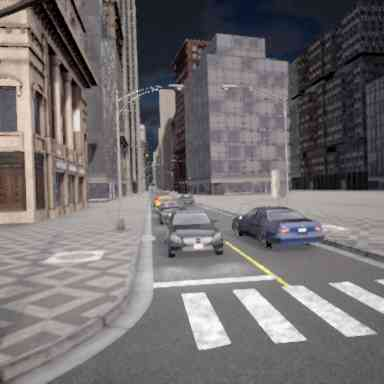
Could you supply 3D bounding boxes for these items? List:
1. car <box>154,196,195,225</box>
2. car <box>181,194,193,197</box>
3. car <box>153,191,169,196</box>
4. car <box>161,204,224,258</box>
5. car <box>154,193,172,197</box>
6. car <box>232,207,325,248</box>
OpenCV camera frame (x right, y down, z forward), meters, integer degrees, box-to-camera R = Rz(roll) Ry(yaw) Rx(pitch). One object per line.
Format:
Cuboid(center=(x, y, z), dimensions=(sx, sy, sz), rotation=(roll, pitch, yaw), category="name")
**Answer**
Cuboid(center=(-1.333, 1.287, 22.593), dimensions=(2.128, 1.511, 4.902), rotation=(-2, 1, -7), category="car")
Cuboid(center=(-0.707, 1.018, 43.196), dimensions=(2.128, 1.511, 4.902), rotation=(-2, 1, -6), category="car")
Cuboid(center=(-3.824, 0.848, 43.153), dimensions=(2.150, 2.045, 5.566), rotation=(-2, 1, -7), category="car")
Cuboid(center=(-0.079, 1.402, 12.582), dimensions=(1.812, 1.442, 4.674), rotation=(-2, 1, -7), category="car")
Cuboid(center=(-2.589, 1.191, 32.837), dimensions=(1.882, 1.535, 5.008), rotation=(-2, 1, -7), category="car")
Cuboid(center=(3.217, 1.305, 13.569), dimensions=(2.033, 1.411, 5.357), rotation=(-2, 1, -11), category="car")
